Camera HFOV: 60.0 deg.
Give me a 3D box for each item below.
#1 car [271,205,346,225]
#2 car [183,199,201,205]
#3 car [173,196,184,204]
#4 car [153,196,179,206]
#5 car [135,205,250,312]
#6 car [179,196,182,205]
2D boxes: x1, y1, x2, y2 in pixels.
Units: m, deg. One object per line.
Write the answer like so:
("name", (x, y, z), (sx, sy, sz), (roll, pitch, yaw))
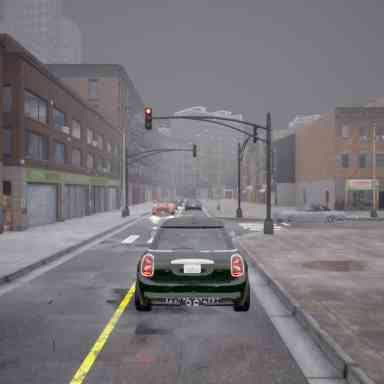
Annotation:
("car", (7.920, 1.549, 23.029), (4.718, 1.301, 1.895), (0, 0, -4))
("car", (0.175, 1.577, 41.944), (1.994, 1.385, 4.181), (0, 0, 0))
("car", (-2.651, 1.594, 67.538), (2.033, 1.411, 5.357), (0, 0, 1))
("car", (-2.791, 1.359, 33.887), (2.097, 1.767, 4.553), (0, 0, 0))
("car", (0.022, 1.352, 7.894), (2.097, 1.767, 4.553), (0, 0, 0))
("car", (-2.775, 1.562, 43.356), (2.033, 1.411, 5.357), (0, 0, 0))
